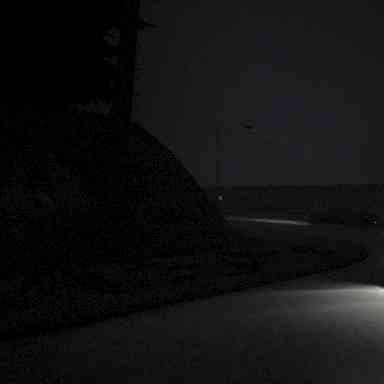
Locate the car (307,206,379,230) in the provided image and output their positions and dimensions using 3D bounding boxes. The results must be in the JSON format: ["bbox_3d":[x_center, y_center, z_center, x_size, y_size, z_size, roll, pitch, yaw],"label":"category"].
[{"bbox_3d":[10.588,1.759,23.665,2.128,1.511,4.902,1,-1,-35],"label":"car"}]
